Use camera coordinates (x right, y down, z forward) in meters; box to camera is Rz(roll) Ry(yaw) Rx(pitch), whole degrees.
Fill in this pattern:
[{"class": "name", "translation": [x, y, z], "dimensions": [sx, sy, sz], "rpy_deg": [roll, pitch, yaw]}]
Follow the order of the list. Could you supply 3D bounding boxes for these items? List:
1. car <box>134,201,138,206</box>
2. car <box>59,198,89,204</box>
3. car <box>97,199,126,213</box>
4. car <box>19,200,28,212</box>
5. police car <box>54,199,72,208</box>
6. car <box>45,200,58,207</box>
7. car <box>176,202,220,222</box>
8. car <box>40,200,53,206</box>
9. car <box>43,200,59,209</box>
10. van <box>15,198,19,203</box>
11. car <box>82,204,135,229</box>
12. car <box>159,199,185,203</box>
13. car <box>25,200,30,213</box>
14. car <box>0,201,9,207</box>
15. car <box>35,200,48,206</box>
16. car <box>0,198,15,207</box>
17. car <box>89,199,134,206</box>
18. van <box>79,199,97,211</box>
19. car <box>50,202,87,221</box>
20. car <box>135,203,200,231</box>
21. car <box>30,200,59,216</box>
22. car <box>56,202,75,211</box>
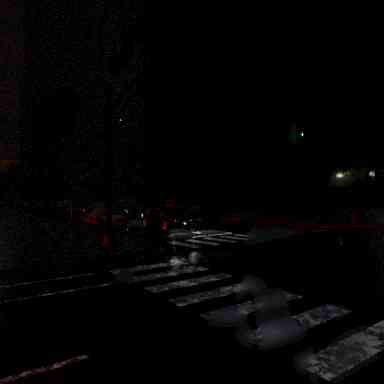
[{"class": "car", "translation": [-5.273, 2.003, 37.774], "dimensions": [1.802, 1.307, 4.206], "rpy_deg": [-1, 0, -35]}, {"class": "car", "translation": [-13.731, 1.754, 39.566], "dimensions": [2.150, 2.045, 5.566], "rpy_deg": [0, -1, -35]}, {"class": "car", "translation": [-11.163, 1.873, 46.074], "dimensions": [2.192, 1.841, 5.009], "rpy_deg": [-1, 0, -35]}, {"class": "car", "translation": [-23.330, 2.155, 48.437], "dimensions": [1.967, 1.590, 4.097], "rpy_deg": [-1, 0, -35]}, {"class": "police car", "translation": [-25.434, 2.305, 65.449], "dimensions": [1.930, 1.638, 5.238], "rpy_deg": [0, -1, -35]}, {"class": "car", "translation": [-31.710, 2.593, 74.949], "dimensions": [1.947, 1.339, 4.313], "rpy_deg": [-1, 0, -35]}, {"class": "car", "translation": [0.611, 1.827, 29.474], "dimensions": [1.887, 1.381, 4.507], "rpy_deg": [-1, 0, -35]}, {"class": "car", "translation": [-34.724, 2.658, 79.190], "dimensions": [1.947, 1.339, 4.313], "rpy_deg": [-1, 0, -35]}, {"class": "car", "translation": [-26.975, 2.388, 63.706], "dimensions": [1.837, 1.490, 4.892], "rpy_deg": [0, -1, -35]}, {"class": "van", "translation": [-26.163, 2.121, 52.420], "dimensions": [1.690, 1.788, 3.998], "rpy_deg": [-1, 0, -35]}, {"class": "car", "translation": [-6.248, 1.842, 24.404], "dimensions": [1.752, 1.417, 4.829], "rpy_deg": [-1, 0, -35]}, {"class": "car", "translation": [-2.337, 1.667, 33.624], "dimensions": [2.192, 1.841, 5.009], "rpy_deg": [-1, 0, -35]}, {"class": "car", "translation": [-20.498, 2.195, 44.455], "dimensions": [1.887, 1.381, 4.507], "rpy_deg": [-1, 0, -35]}, {"class": "car", "translation": [-44.382, 2.769, 78.064], "dimensions": [1.802, 1.307, 4.206], "rpy_deg": [-1, 0, -35]}, {"class": "car", "translation": [-37.738, 2.708, 83.430], "dimensions": [2.008, 1.369, 4.403], "rpy_deg": [-1, 0, -35]}, {"class": "car", "translation": [-41.269, 2.665, 73.681], "dimensions": [1.887, 1.381, 4.507], "rpy_deg": [-1, 0, -35]}, {"class": "car", "translation": [-7.575, 1.740, 30.889], "dimensions": [2.097, 1.767, 4.553], "rpy_deg": [0, -1, -35]}, {"class": "van", "translation": [-17.047, 2.035, 54.374], "dimensions": [1.690, 1.788, 3.998], "rpy_deg": [-1, 0, -35]}, {"class": "car", "translation": [-12.007, 2.003, 32.507], "dimensions": [2.008, 1.369, 4.403], "rpy_deg": [-1, 0, -35]}, {"class": "car", "translation": [-1.819, 1.758, 22.826], "dimensions": [1.837, 1.490, 4.892], "rpy_deg": [0, -1, -35]}, {"class": "car", "translation": [-17.673, 1.899, 40.473], "dimensions": [2.192, 1.841, 5.009], "rpy_deg": [-1, 0, -35]}, {"class": "car", "translation": [-21.241, 2.353, 55.646], "dimensions": [1.895, 1.301, 4.718], "rpy_deg": [0, -1, -35]}]
